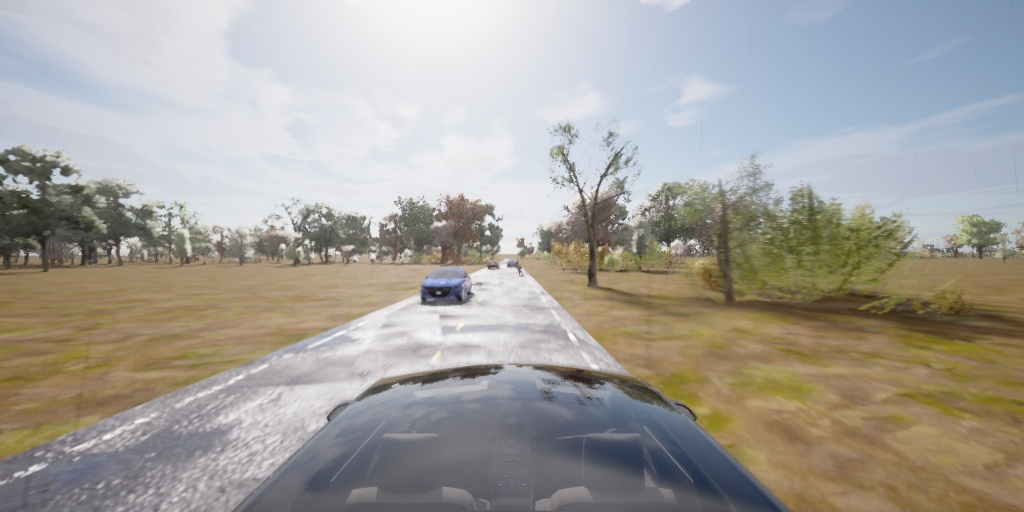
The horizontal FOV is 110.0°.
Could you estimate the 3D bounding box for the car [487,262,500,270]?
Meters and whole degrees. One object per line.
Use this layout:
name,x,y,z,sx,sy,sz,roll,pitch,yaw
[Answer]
car,-3.017,1.554,58.782,1.895,1.301,4.718,0,0,1

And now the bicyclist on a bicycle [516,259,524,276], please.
bicyclist on a bicycle,0.824,1.324,38.646,0.866,1.612,1.509,0,0,0

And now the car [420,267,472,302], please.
car,-3.095,1.291,17.637,1.882,1.535,5.008,0,0,0
